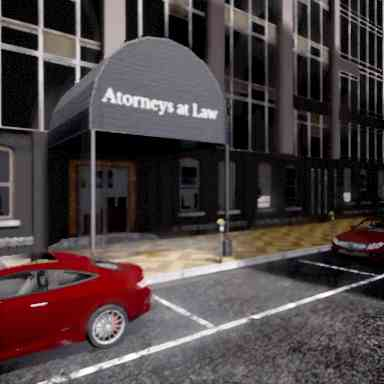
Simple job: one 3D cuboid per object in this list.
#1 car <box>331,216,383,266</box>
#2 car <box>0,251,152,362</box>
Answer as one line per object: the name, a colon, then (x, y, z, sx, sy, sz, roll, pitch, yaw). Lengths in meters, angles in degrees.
car: (6.428, 1.498, 11.141, 4.206, 1.307, 1.802, -1, 1, -36)
car: (-2.590, 1.578, 4.707, 4.206, 1.307, 1.802, -1, 1, -36)
